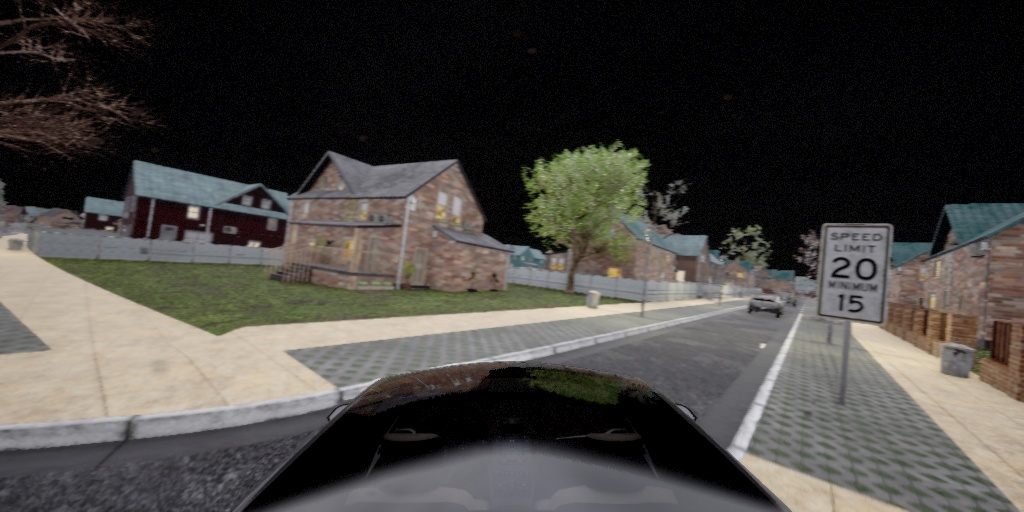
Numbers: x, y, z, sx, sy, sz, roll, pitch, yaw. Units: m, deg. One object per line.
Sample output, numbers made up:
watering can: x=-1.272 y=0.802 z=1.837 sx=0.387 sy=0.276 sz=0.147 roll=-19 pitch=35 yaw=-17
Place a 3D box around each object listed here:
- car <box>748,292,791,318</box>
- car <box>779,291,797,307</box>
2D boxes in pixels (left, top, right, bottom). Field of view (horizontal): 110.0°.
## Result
car: x=18.340 y=3.466 z=25.774 sx=2.128 sy=1.511 sz=4.902 roll=5 pitch=-1 yaw=40
car: x=33.149 y=5.116 z=43.532 sx=2.097 sy=1.767 sz=4.553 roll=5 pitch=-1 yaw=40
